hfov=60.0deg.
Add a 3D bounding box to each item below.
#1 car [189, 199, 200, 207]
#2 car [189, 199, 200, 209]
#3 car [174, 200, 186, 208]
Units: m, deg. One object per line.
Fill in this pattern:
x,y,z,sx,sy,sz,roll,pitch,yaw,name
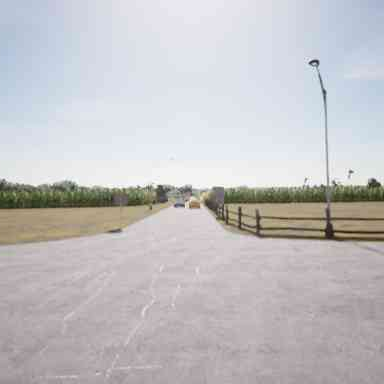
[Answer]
0.537,2.175,67.333,2.128,1.511,4.902,0,-1,0,car
0.453,2.021,56.912,1.882,1.535,5.008,0,-1,0,car
-2.260,2.127,61.521,1.812,1.442,4.674,0,-1,0,car
